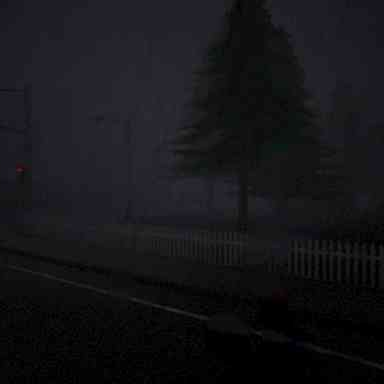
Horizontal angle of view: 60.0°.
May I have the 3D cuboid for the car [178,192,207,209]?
[{"bbox_3d":[0.554,1.094,40.906,2.150,2.045,5.566,0,0,34],"label":"car"}]
